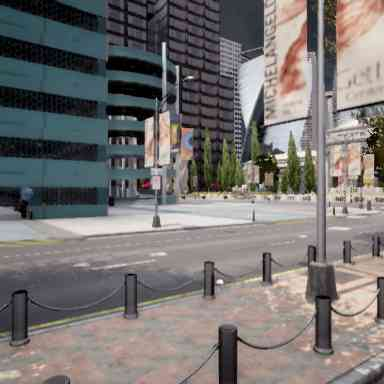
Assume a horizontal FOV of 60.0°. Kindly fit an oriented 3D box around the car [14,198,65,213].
[{"bbox_3d":[-14.564,1.282,32.114,4.674,1.452,2.002,0,0,-36],"label":"car"}]
